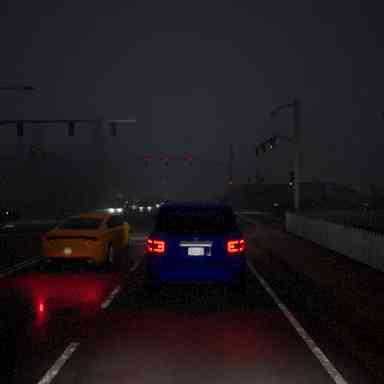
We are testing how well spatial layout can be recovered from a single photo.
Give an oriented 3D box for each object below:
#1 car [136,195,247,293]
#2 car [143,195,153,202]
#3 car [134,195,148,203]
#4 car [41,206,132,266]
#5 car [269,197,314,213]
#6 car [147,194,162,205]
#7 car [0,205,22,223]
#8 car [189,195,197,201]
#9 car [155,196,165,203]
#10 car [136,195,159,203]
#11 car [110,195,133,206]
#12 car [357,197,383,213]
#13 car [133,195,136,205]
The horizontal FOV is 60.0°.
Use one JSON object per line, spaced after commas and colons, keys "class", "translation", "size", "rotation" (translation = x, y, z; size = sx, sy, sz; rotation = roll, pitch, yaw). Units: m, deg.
{"class": "car", "translation": [0.085, 1.221, 8.996], "size": [2.150, 2.045, 5.566], "rotation": [0, 0, 0]}
{"class": "car", "translation": [-10.307, 1.524, 77.776], "size": [1.812, 1.442, 4.674], "rotation": [0, 0, 0]}
{"class": "car", "translation": [-10.342, 1.477, 67.686], "size": [1.882, 1.535, 5.008], "rotation": [0, 0, 1]}
{"class": "car", "translation": [-3.395, 1.478, 11.619], "size": [1.882, 1.535, 5.008], "rotation": [0, 0, 0]}
{"class": "car", "translation": [10.736, 1.352, 36.049], "size": [4.553, 1.767, 2.097], "rotation": [0, 0, -1]}
{"class": "car", "translation": [-6.911, 1.352, 61.687], "size": [2.097, 1.767, 4.553], "rotation": [0, 0, 0]}
{"class": "car", "translation": [-15.487, 1.477, 25.005], "size": [5.008, 1.535, 1.882], "rotation": [0, 0, -2]}
{"class": "car", "translation": [0.221, 1.540, 88.985], "size": [2.033, 1.411, 5.357], "rotation": [0, 0, 0]}
{"class": "car", "translation": [-6.822, 1.524, 71.685], "size": [1.812, 1.442, 4.674], "rotation": [0, 0, 0]}
{"class": "car", "translation": [-6.966, 1.547, 52.205], "size": [2.033, 1.411, 5.357], "rotation": [0, 0, 0]}
{"class": "car", "translation": [-10.477, 1.491, 48.207], "size": [2.128, 1.511, 4.902], "rotation": [0, 0, 0]}
{"class": "car", "translation": [20.518, 1.352, 36.268], "size": [4.553, 1.767, 2.097], "rotation": [0, 0, -1]}
{"class": "car", "translation": [-10.436, 1.352, 57.419], "size": [2.097, 1.767, 4.553], "rotation": [0, 0, 0]}
